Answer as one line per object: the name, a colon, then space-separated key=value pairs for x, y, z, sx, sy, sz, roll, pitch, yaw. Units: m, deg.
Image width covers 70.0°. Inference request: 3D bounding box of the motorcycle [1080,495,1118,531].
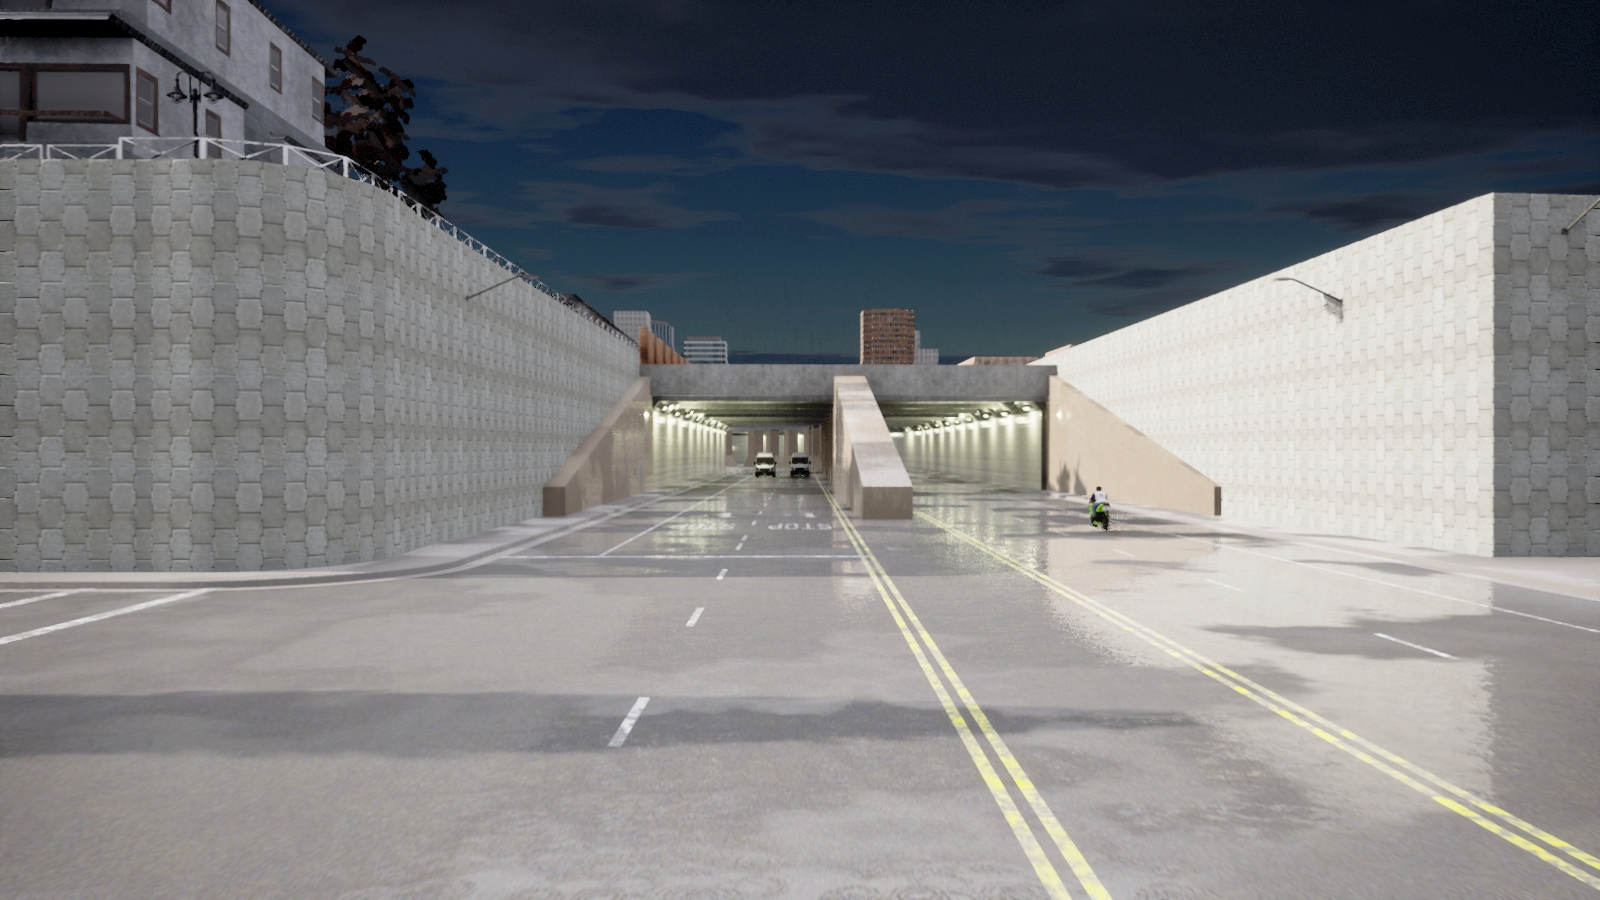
motorcycle: x=10.481 y=2.205 z=40.056 sx=0.803 sy=1.145 sz=2.033 roll=0 pitch=0 yaw=0
